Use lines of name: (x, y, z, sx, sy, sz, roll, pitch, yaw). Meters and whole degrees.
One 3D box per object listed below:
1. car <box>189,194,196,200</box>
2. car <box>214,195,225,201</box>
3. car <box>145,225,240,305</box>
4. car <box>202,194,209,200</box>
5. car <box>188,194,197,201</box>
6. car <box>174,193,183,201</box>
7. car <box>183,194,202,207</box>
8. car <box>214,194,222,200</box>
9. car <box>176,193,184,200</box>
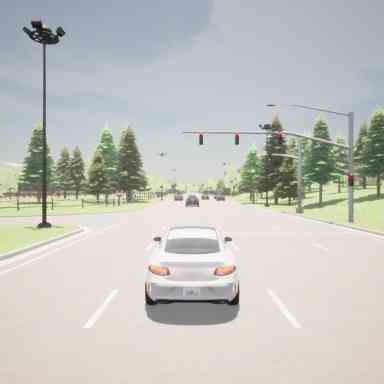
car: (0.140, 1.331, 92.873, 1.837, 1.490, 4.892, 0, 0, 0)
car: (7.124, 1.516, 82.442, 2.128, 1.511, 4.902, 0, 0, 0)
car: (0.018, 1.526, 7.937, 1.812, 1.442, 4.674, 0, 0, 0)
car: (3.640, 1.354, 93.251, 2.097, 1.767, 4.553, 0, 0, 0)
car: (0.125, 1.347, 82.840, 2.097, 1.767, 4.553, 0, 0, 0)
car: (-3.375, 1.543, 82.842, 1.994, 1.385, 4.181, 0, 0, 0)
car: (0.078, 1.352, 51.810, 2.097, 1.767, 4.553, 0, 0, 0)
car: (7.140, 1.384, 92.862, 1.994, 1.385, 4.181, 0, 0, 0)
car: (-3.360, 1.186, 92.848, 2.097, 1.767, 4.553, 0, 0, 0)
